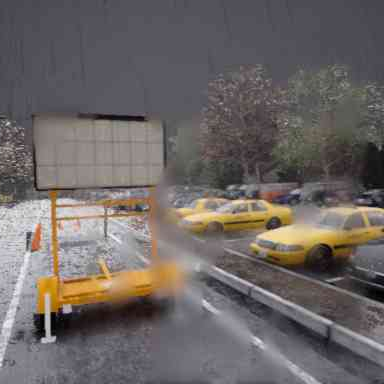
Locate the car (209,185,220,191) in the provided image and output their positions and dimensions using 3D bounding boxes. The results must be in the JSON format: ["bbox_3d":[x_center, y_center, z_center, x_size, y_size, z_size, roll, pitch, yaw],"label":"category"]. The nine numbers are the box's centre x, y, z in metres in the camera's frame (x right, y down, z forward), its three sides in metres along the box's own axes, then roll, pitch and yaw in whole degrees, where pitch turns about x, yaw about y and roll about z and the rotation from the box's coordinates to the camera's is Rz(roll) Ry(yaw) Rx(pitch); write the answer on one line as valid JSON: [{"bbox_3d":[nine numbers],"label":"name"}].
[{"bbox_3d":[5.425,0.049,40.192,5.566,2.045,2.435,-2,1,-23],"label":"car"}]

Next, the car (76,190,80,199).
[{"bbox_3d":[-17.561,0.345,60.611,5.566,2.045,2.435,-2,1,-23],"label":"car"}]

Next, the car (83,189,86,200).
[{"bbox_3d":[-14.284,0.663,52.957,5.008,1.535,2.097,-2,1,-23],"label":"car"}]

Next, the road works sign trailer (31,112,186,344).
[{"bbox_3d":[-1.689,0.334,6.429,2.380,3.560,2.880,-2,2,-21],"label":"road works sign trailer"}]

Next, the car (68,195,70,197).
[{"bbox_3d":[-28.592,0.560,86.069,5.566,2.045,2.435,-2,1,-23],"label":"car"}]

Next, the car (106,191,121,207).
[{"bbox_3d":[-5.504,0.868,32.557,4.792,1.488,2.163,-2,1,-23],"label":"car"}]

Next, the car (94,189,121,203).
[{"bbox_3d":[-7.848,0.798,37.593,5.366,1.575,1.946,-2,1,-23],"label":"car"}]

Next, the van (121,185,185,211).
[{"bbox_3d":[-3.178,0.651,27.512,4.442,1.987,1.878,-2,1,-23],"label":"van"}]

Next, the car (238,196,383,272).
[{"bbox_3d":[4.251,1.124,9.567,5.366,1.575,1.946,-2,2,-23],"label":"car"}]

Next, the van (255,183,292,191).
[{"bbox_3d":[8.851,0.134,32.620,4.442,1.987,1.878,-2,1,-23],"label":"van"}]

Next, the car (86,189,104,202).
[{"bbox_3d":[-11.149,0.733,45.239,5.366,1.575,1.946,-2,1,-23],"label":"car"}]

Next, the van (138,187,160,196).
[{"bbox_3d":[-9.796,-0.076,75.844,4.442,1.987,1.878,-2,1,-23],"label":"van"}]

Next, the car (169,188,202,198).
[{"bbox_3d":[-1.132,0.168,55.467,5.008,1.535,2.097,-2,1,-23],"label":"car"}]

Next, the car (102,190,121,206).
[{"bbox_3d":[-6.604,0.847,35.106,4.792,1.488,2.163,-2,1,-23],"label":"car"}]

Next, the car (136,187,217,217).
[{"bbox_3d":[-1.054,0.801,22.385,4.553,1.767,2.185,-2,2,-23],"label":"car"}]

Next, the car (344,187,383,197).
[{"bbox_3d":[13.118,0.499,22.541,4.792,1.488,2.163,-2,2,-23],"label":"car"}]

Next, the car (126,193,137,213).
[{"bbox_3d":[-2.150,0.932,24.933,4.792,1.488,2.163,-2,1,-23],"label":"car"}]

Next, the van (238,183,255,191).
[{"bbox_3d":[7.540,0.121,35.071,4.442,1.987,1.878,-2,1,-23],"label":"van"}]

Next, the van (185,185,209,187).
[{"bbox_3d":[1.118,-0.020,50.539,4.442,1.987,1.878,-2,1,-23],"label":"van"}]

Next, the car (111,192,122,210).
[{"bbox_3d":[-4.404,0.890,30.008,4.792,1.488,2.163,-2,1,-23],"label":"car"}]

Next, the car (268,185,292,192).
[{"bbox_3d":[9.854,0.386,30.038,5.008,1.535,2.097,-2,1,-23],"label":"car"}]

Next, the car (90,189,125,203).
[{"bbox_3d":[-12.111,0.582,47.846,4.553,1.767,2.185,-2,1,-23],"label":"car"}]

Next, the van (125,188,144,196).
[{"bbox_3d":[-15.277,0.037,88.565,4.442,1.987,1.878,-2,1,-23],"label":"van"}]

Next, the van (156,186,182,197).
[{"bbox_3d":[-4.321,-0.128,63.140,4.442,1.987,1.878,-2,1,-23],"label":"van"}]

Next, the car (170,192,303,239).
[{"bbox_3d":[2.001,1.032,14.774,5.366,1.575,1.946,-2,2,-23],"label":"car"}]

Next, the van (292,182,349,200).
[{"bbox_3d":[10.847,0.189,27.430,4.442,1.987,1.878,-3,2,-24],"label":"van"}]

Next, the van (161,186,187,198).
[{"bbox_3d":[-3.272,-0.107,60.712,4.442,1.987,1.878,-2,1,-23],"label":"van"}]

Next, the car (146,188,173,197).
[{"bbox_3d":[-6.602,0.085,68.171,5.008,1.535,2.097,-2,1,-23],"label":"car"}]

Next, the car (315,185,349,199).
[{"bbox_3d":[12.072,0.467,24.964,4.792,1.488,2.163,-2,2,-23],"label":"car"}]

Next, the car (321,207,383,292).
[{"bbox_3d":[5.527,1.166,7.095,4.892,1.521,2.231,-2,2,-23],"label":"car"}]

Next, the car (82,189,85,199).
[{"bbox_3d":[-15.375,0.681,55.510,4.674,1.452,2.002,-2,1,-23],"label":"car"}]

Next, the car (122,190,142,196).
[{"bbox_3d":[-16.477,0.291,91.063,4.892,1.521,2.231,-2,1,-23],"label":"car"}]

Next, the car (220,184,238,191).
[{"bbox_3d":[6.523,0.070,37.648,5.566,2.045,2.435,-2,1,-23],"label":"car"}]

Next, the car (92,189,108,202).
[{"bbox_3d":[-9.884,0.752,42.761,4.892,1.521,2.231,-2,1,-23],"label":"car"}]

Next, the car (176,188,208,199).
[{"bbox_3d":[-0.030,0.230,52.925,4.674,1.452,2.002,-2,1,-23],"label":"car"}]

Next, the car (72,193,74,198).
[{"bbox_3d":[-24.157,0.718,75.886,5.008,1.535,2.097,-2,1,-23],"label":"car"}]

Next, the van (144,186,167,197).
[{"bbox_3d":[-7.819,-0.113,70.665,4.442,1.987,1.878,-2,1,-23],"label":"van"}]

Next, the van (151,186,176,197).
[{"bbox_3d":[-5.685,-0.141,65.713,4.442,1.987,1.878,-2,1,-23],"label":"van"}]

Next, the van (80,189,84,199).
[{"bbox_3d":[-16.593,0.398,58.005,4.442,1.987,1.878,-2,1,-23],"label":"van"}]

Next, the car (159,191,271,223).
[{"bbox_3d":[1.290,0.979,17.356,5.366,1.575,1.946,-2,2,-23],"label":"car"}]

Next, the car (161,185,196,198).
[{"bbox_3d":[-2.309,-0.105,58.110,5.566,2.045,2.435,-2,1,-23],"label":"car"}]

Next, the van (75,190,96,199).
[{"bbox_3d":[-25.162,0.511,78.478,4.442,1.987,1.878,-2,1,-23],"label":"van"}]

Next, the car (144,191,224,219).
[{"bbox_3d":[0.017,0.957,19.821,4.892,1.521,2.231,-2,2,-23],"label":"car"}]

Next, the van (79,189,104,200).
[{"bbox_3d":[-19.884,0.407,65.638,4.442,1.987,1.878,-2,1,-23],"label":"van"}]
